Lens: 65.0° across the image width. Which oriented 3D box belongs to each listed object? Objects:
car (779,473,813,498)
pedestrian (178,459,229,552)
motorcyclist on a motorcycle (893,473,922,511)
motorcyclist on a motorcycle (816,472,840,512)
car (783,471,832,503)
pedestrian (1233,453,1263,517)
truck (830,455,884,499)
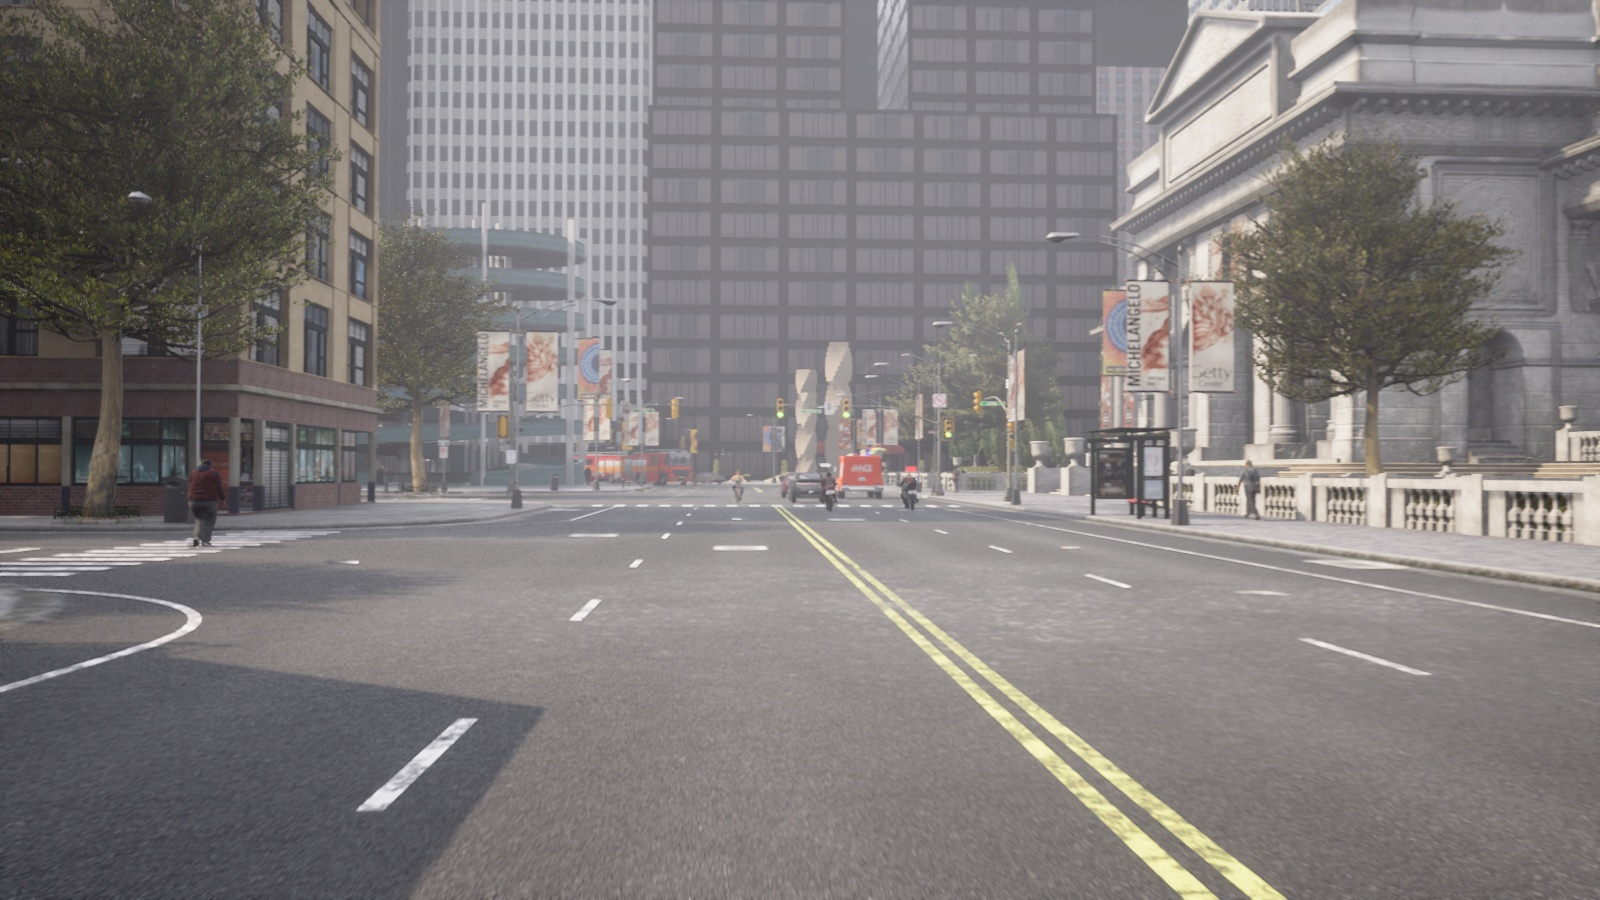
[{"bbox_3d":[-0.275,2.088,74.457,1.812,1.442,4.674,0,-1,-3],"label":"car"},{"bbox_3d":[-11.980,1.101,25.241,0.634,1.844,0.899,0,-1,-2],"label":"pedestrian"},{"bbox_3d":[4.416,1.693,51.609,0.866,1.530,2.191,0,-1,-3],"label":"motorcyclist on a motorcycle"},{"bbox_3d":[1.071,1.605,48.539,0.797,1.523,2.044,0,-1,-3],"label":"motorcyclist on a motorcycle"},{"bbox_3d":[0.328,1.818,62.632,2.128,1.511,4.902,0,-1,-3],"label":"car"},{"bbox_3d":[13.182,1.028,36.960,0.540,1.848,0.694,0,-1,-10],"label":"pedestrian"},{"bbox_3d":[3.287,1.540,73.323,2.627,2.467,5.204,0,-1,-3],"label":"truck"}]
